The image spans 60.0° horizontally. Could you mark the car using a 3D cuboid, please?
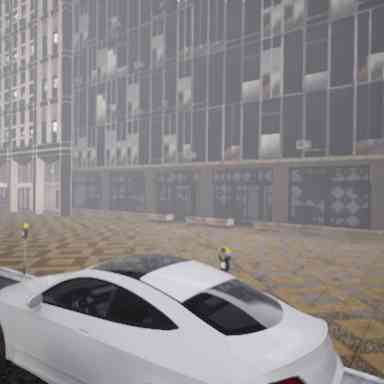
[{"bbox_3d":[-0.741,1.506,3.995,4.674,1.442,1.812,0,0,36],"label":"car"}]
